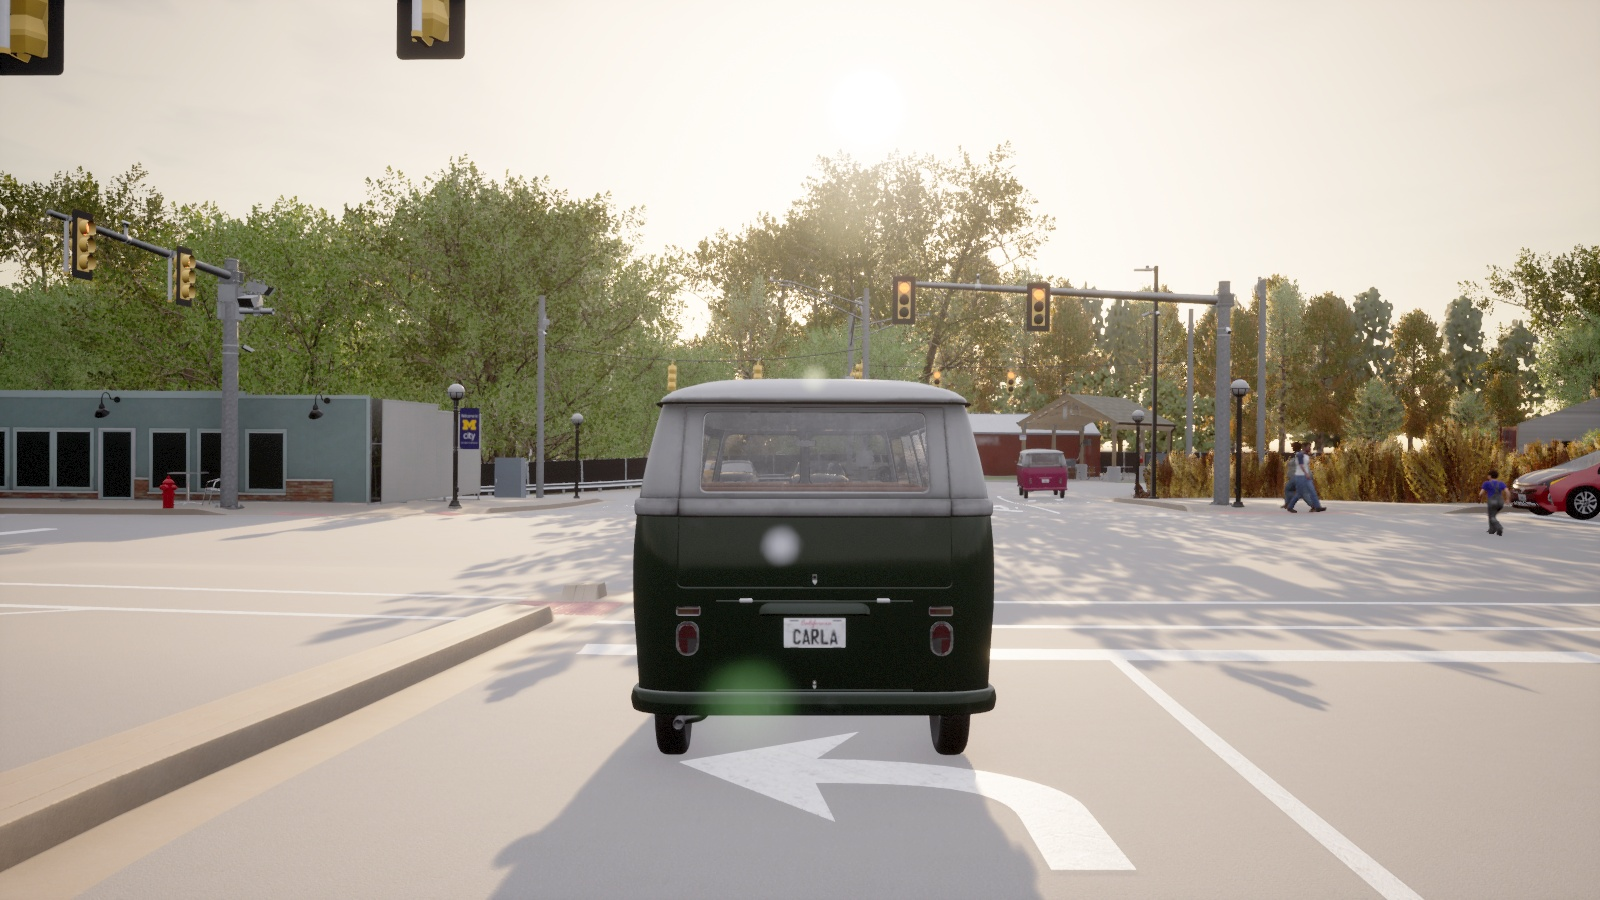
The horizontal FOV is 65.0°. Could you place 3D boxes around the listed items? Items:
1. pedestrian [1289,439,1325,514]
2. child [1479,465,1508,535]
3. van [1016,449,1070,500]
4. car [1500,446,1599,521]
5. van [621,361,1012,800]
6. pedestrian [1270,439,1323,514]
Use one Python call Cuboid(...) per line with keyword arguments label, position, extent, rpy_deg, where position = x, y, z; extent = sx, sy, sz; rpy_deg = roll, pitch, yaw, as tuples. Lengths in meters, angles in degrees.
Cuboid(label="pedestrian", position=(12.525, 0.641, 31.031), extent=(0.354, 1.836, 0.706), rpy_deg=(1, 0, -43))
Cuboid(label="child", position=(12.666, 0.910, 22.943), extent=(0.270, 1.263, 0.437), rpy_deg=(1, 0, -2))
Cuboid(label="van", position=(10.010, 0.969, 52.072), extent=(1.775, 1.987, 4.442), rpy_deg=(-1, 0, 6))
Cuboid(label="car", position=(17.982, 0.673, 27.175), extent=(4.514, 1.525, 2.007), rpy_deg=(-1, 0, 4))
Cuboid(label="van", position=(0.062, 0.631, 7.930), extent=(1.775, 1.987, 4.442), rpy_deg=(0, -1, 0))
Cuboid(label="pedestrian", position=(12.581, 0.668, 31.823), extent=(0.874, 1.855, 0.900), rpy_deg=(1, 0, -41))
